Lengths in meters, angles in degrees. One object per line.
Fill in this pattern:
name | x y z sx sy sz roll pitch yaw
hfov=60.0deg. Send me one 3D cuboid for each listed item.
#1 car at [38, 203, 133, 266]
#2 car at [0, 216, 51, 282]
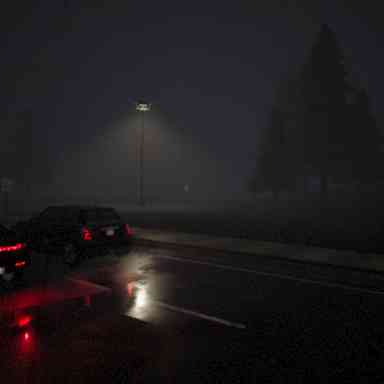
car | -4.161 1.196 11.163 4.553 1.767 2.097 1 1 36
car | -5.849 1.342 8.066 4.902 1.511 2.128 1 1 36
